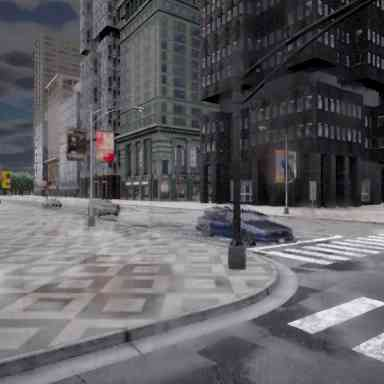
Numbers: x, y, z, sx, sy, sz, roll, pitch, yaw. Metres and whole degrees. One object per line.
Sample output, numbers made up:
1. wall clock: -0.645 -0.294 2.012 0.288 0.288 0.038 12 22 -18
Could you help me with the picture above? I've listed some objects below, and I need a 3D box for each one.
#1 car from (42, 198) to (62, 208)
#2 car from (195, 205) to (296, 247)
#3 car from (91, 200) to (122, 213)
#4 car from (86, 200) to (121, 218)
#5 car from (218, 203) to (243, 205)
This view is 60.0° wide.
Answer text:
1. car: -19.704 1.575 46.678 1.994 1.385 4.181 0 0 -35
2. car: 2.189 1.546 15.489 2.033 1.411 5.357 0 0 -31
3. car: -9.958 1.585 38.450 1.895 1.301 4.718 0 0 -35
4. car: -8.249 1.494 30.432 1.837 1.490 4.892 0 0 -35
5. car: 2.659 1.478 20.714 2.128 1.511 4.902 0 0 -35
